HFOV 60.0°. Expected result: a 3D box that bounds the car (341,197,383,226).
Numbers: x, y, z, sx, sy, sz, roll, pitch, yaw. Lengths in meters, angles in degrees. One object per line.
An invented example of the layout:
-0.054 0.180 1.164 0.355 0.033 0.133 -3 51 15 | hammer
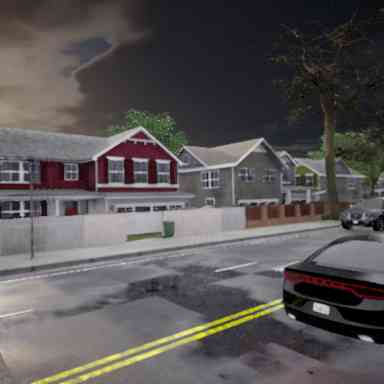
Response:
11.782 1.392 21.408 5.566 2.045 2.150 -1 -1 -39 | car

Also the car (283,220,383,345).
3.810 1.531 6.404 5.008 1.535 1.882 0 -2 -39 | car
